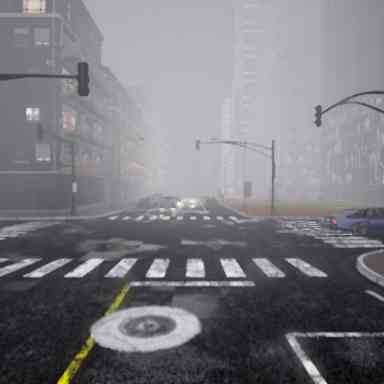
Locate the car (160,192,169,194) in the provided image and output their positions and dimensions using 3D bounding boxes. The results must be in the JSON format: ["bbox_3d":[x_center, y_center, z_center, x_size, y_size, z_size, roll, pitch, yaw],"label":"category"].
[{"bbox_3d":[-5.725,1.007,57.679,2.192,1.841,5.009,-1,0,0],"label":"car"}]

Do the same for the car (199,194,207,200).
[{"bbox_3d":[2.618,1.124,80.335,1.887,1.381,4.507,-1,0,0],"label":"car"}]

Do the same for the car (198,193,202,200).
[{"bbox_3d":[2.622,1.186,69.037,2.008,1.369,4.403,-1,0,0],"label":"car"}]

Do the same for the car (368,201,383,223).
[{"bbox_3d":[14.666,1.346,22.698,4.313,1.339,1.947,0,1,0],"label":"car"}]

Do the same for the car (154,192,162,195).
[{"bbox_3d":[-5.719,1.190,46.381,1.967,1.590,4.097,-1,0,0],"label":"car"}]

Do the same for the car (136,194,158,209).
[{"bbox_3d":[-5.715,1.324,40.733,1.887,1.381,4.507,-1,0,0],"label":"car"}]

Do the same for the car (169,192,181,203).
[{"bbox_3d":[-3.043,1.240,60.881,1.994,1.385,4.181,0,0,0],"label":"car"}]

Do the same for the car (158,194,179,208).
[{"bbox_3d":[-3.089,1.290,43.530,1.812,1.442,4.674,0,0,0],"label":"car"}]

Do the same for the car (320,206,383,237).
[{"bbox_3d":[9.440,1.454,16.999,5.357,1.411,2.033,0,1,0],"label":"car"}]

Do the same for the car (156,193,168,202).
[{"bbox_3d":[-5.725,1.104,63.327,1.967,1.590,4.097,-1,0,0],"label":"car"}]

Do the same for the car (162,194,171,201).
[{"bbox_3d":[-5.727,1.189,74.626,1.802,1.307,4.206,-1,0,0],"label":"car"}]

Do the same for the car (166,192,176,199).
[{"bbox_3d":[-5.737,0.838,91.572,2.192,1.841,5.009,-1,0,0],"label":"car"}]

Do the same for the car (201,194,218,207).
[{"bbox_3d":[2.629,1.294,46.442,1.887,1.381,4.507,-1,0,0],"label":"car"}]
